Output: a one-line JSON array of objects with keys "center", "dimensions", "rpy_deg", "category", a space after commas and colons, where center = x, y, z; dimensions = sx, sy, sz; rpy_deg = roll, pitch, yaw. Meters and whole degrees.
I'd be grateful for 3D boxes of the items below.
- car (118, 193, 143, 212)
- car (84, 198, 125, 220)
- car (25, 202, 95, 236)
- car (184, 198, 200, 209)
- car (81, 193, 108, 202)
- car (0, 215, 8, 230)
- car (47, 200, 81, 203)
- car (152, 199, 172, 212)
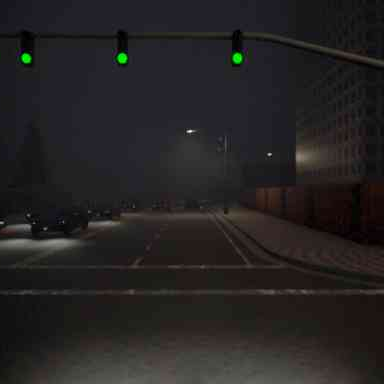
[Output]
[{"center": [-7.047, 1.133, 37.977], "dimensions": [2.150, 2.045, 5.566], "rpy_deg": [0, 0, 1], "category": "car"}, {"center": [-7.093, 1.462, 27.451], "dimensions": [1.812, 1.442, 4.674], "rpy_deg": [0, 0, 0], "category": "car"}, {"center": [-7.081, 1.483, 18.357], "dimensions": [1.812, 1.442, 4.674], "rpy_deg": [0, 0, 0], "category": "car"}, {"center": [-0.004, 1.465, 42.743], "dimensions": [1.994, 1.385, 4.181], "rpy_deg": [0, 0, 0], "category": "car"}, {"center": [-10.561, 1.137, 36.134], "dimensions": [2.150, 2.045, 5.566], "rpy_deg": [0, 0, 0], "category": "car"}, {"center": [-10.637, 1.511, 15.370], "dimensions": [2.033, 1.411, 5.357], "rpy_deg": [0, 0, -3], "category": "car"}, {"center": [-10.599, 1.488, 25.444], "dimensions": [2.033, 1.411, 5.357], "rpy_deg": [0, 0, 0], "category": "car"}, {"center": [-3.407, 1.459, 38.119], "dimensions": [2.033, 1.411, 5.357], "rpy_deg": [0, 0, 0], "category": "car"}]
